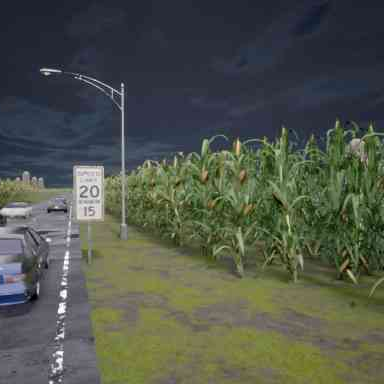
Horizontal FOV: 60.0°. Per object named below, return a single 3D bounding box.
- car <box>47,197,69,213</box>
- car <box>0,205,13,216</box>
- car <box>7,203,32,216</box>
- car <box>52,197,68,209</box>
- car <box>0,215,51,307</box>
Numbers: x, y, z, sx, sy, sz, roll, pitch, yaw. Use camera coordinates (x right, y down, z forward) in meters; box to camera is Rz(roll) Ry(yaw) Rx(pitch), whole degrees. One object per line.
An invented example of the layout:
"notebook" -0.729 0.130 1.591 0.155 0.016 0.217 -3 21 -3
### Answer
"car" -14.656 1.542 36.339 1.994 1.385 4.181 0 0 -19
"car" -10.818 1.583 17.058 1.994 1.385 4.181 0 0 -20
"car" -14.730 1.611 27.982 1.895 1.301 4.718 0 0 -20
"car" -18.102 1.469 45.788 1.837 1.490 4.892 0 0 -20
"car" -4.506 1.548 7.909 2.033 1.411 5.357 0 0 -20
